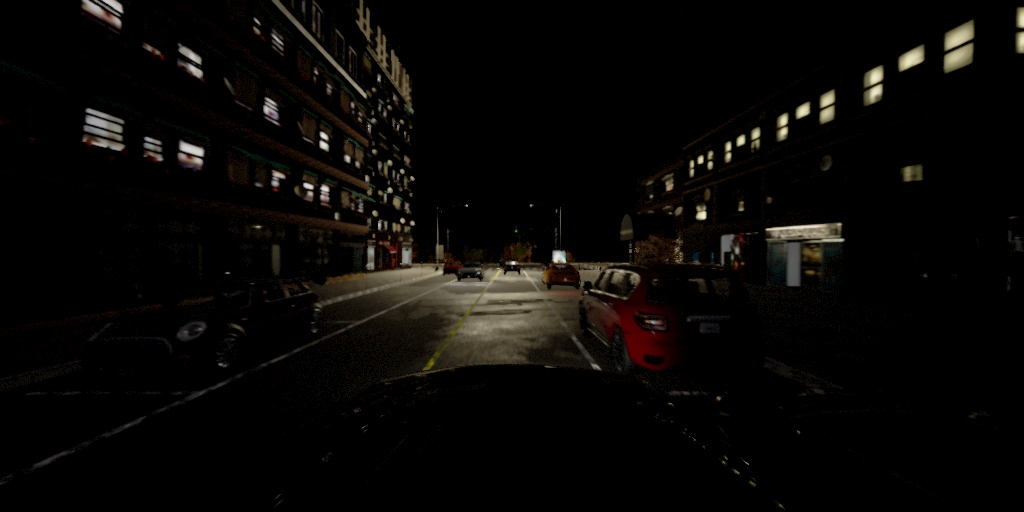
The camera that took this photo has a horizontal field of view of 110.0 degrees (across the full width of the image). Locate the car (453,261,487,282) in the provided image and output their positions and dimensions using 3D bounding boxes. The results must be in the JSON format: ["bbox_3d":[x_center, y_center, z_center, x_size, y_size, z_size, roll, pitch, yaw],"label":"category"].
[{"bbox_3d":[-3.098,1.194,27.983,1.812,1.442,4.674,0,0,0],"label":"car"}]

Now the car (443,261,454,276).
[{"bbox_3d":[-5.701,1.189,35.648,1.888,1.381,4.507,0,0,0],"label":"car"}]

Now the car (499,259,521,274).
[{"bbox_3d":[0.026,1.183,38.606,2.033,1.411,5.357,0,0,0],"label":"car"}]

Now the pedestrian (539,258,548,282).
[{"bbox_3d":[2.323,0.971,25.590,0.375,1.860,0.375,-1,1,-3],"label":"pedestrian"}]

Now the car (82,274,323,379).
[{"bbox_3d":[-5.693,1.172,7.261,1.967,1.591,4.097,0,0,0],"label":"car"}]

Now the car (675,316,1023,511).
[{"bbox_3d":[2.690,1.317,1.558,1.948,1.339,4.313,0,0,0],"label":"car"}]

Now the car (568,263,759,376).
[{"bbox_3d":[2.688,1.048,7.235,2.192,1.841,5.009,0,0,0],"label":"car"}]

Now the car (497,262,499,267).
[{"bbox_3d":[-0.812,1.144,55.944,1.994,1.385,4.181,0,0,-21],"label":"car"}]

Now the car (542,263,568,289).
[{"bbox_3d":[2.994,1.164,22.633,1.882,1.535,5.008,0,0,0],"label":"car"}]
